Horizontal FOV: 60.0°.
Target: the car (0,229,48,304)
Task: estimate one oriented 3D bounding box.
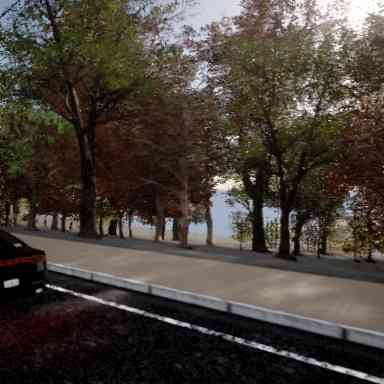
[{"bbox_3d":[-5.265,1.501,7.439,5.008,1.535,1.882,0,0,35],"label":"car"}]
